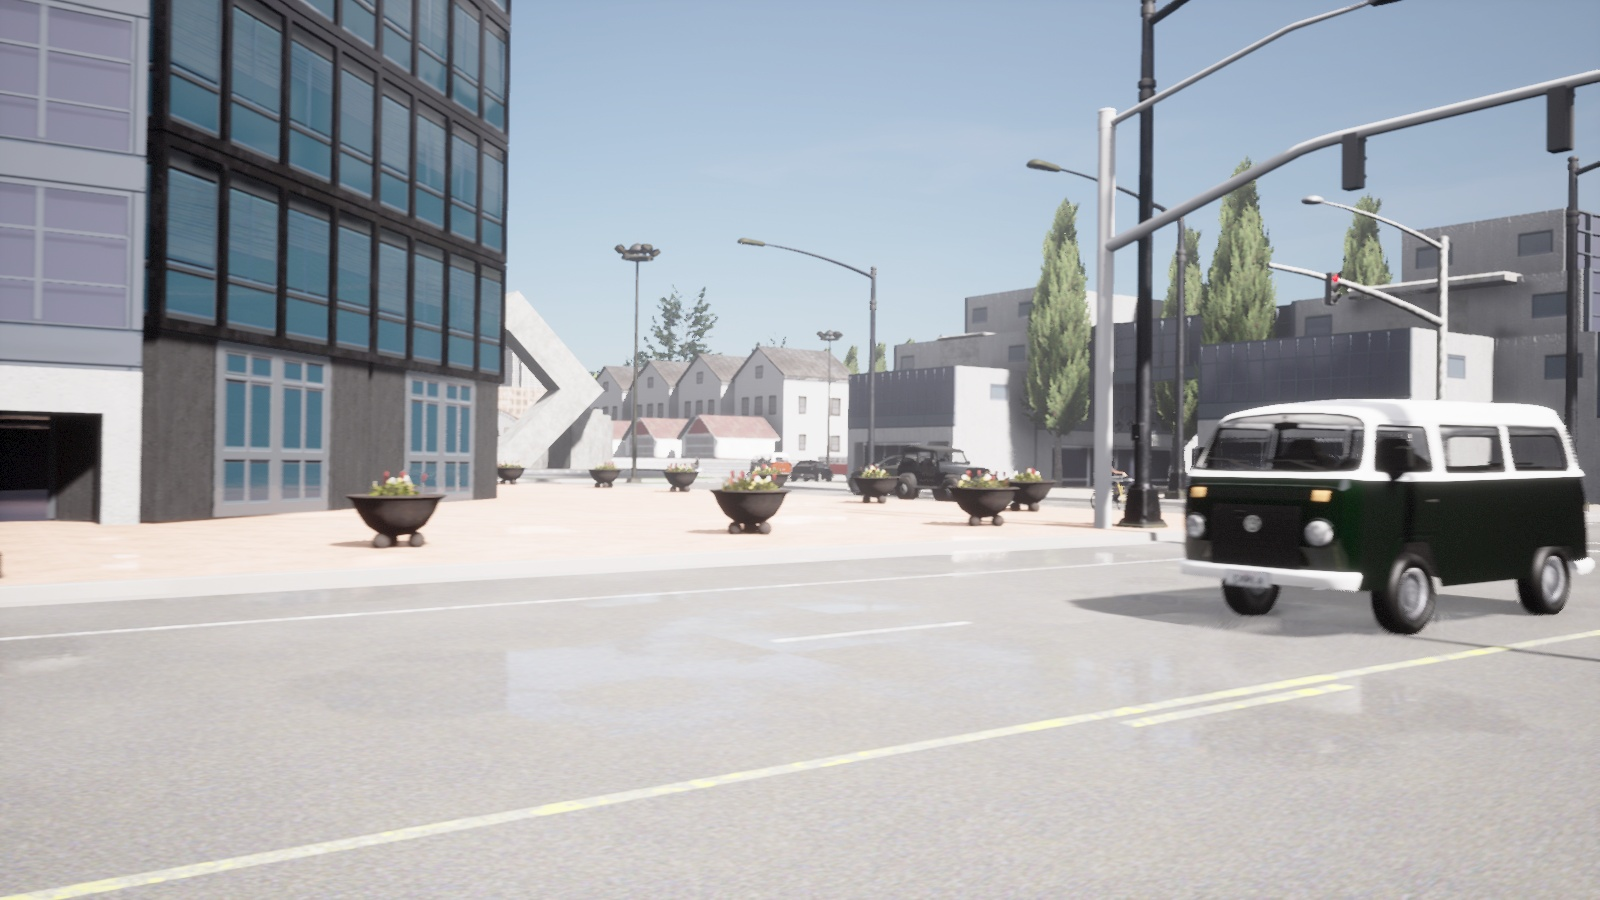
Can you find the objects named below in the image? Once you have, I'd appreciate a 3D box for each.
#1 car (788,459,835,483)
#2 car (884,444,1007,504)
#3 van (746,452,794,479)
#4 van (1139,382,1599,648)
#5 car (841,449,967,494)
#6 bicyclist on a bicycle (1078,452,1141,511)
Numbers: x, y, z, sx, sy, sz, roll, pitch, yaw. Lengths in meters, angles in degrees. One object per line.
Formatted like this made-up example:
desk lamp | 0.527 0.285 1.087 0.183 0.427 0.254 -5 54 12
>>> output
car | 0.806 1.402 84.137 1.837 1.490 4.892 0 -1 17
car | 4.712 0.757 41.172 1.905 1.878 3.866 1 -1 -35
van | -2.372 1.238 97.967 2.069 2.038 4.480 1 -1 -27
van | 5.482 0.512 11.739 4.480 2.038 2.069 0 0 -35
car | 3.934 0.813 48.509 2.152 1.651 5.027 1 -1 -34
bicyclist on a bicycle | 8.702 0.873 35.347 0.866 1.612 1.509 1 -1 -34
